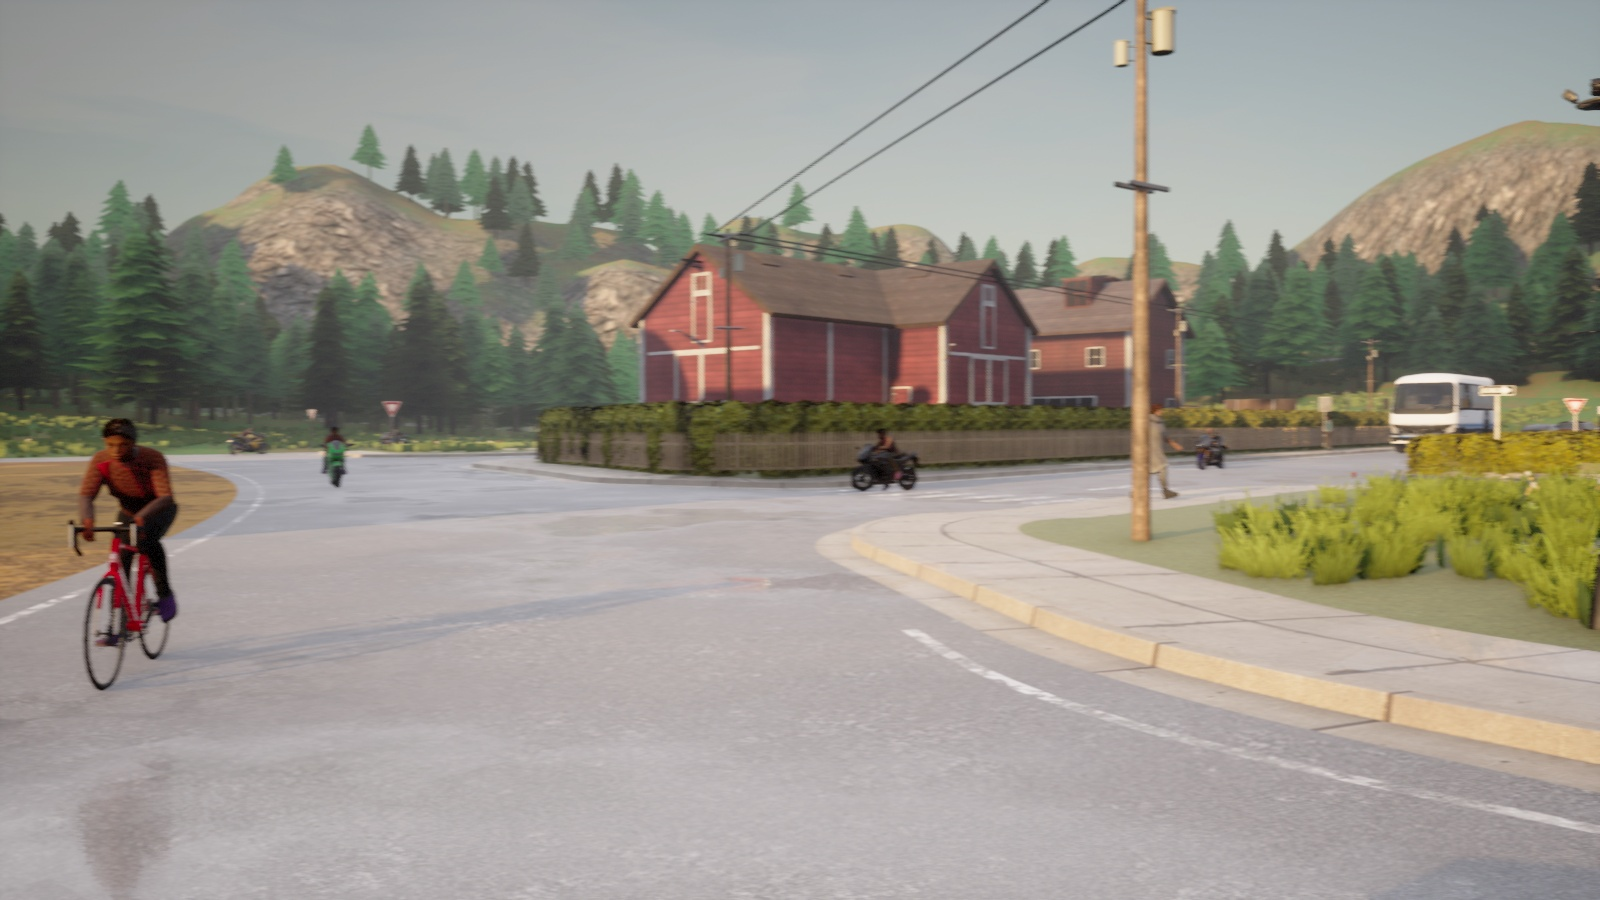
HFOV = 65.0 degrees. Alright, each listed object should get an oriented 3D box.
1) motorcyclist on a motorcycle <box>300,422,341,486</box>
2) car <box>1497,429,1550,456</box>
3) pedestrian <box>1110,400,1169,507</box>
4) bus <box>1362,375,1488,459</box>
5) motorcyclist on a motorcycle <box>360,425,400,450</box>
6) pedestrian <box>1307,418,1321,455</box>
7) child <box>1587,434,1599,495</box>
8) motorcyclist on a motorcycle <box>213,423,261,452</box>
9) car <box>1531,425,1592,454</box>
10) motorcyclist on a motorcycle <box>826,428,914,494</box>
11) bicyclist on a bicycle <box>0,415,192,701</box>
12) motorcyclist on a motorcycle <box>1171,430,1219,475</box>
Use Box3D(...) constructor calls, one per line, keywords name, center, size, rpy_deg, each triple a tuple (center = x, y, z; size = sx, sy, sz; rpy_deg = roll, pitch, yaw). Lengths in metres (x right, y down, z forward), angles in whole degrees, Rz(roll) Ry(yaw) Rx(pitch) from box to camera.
Box3D(name="motorcyclist on a motorcycle", center=(-11.903, 0.081, 31.145), size=(0.797, 1.523, 2.044), rpy_deg=(-1, 2, -25))
Box3D(name="car", center=(41.590, -0.432, 72.109), size=(1.837, 1.490, 4.892), rpy_deg=(1, 1, 40))
Box3D(name="pedestrian", center=(6.365, 0.055, 23.528), size=(0.873, 1.952, 0.659), rpy_deg=(1, 1, 38))
Box3D(name="bus", center=(34.416, -1.769, 68.913), size=(3.944, 4.253, 10.273), rpy_deg=(1, 1, 39))
Box3D(name="motorcyclist on a motorcycle", center=(-26.171, -0.808, 78.247), size=(0.866, 1.530, 2.191), rpy_deg=(1, 1, 40))
Box3D(name="pedestrian", center=(27.156, -0.705, 66.327), size=(0.692, 1.930, 0.396), rpy_deg=(1, 1, 23))
Box3D(name="child", center=(16.748, 0.307, 26.236), size=(0.437, 1.263, 0.270), rpy_deg=(0, 1, 10))
Box3D(name="motorcyclist on a motorcycle", center=(-30.391, -0.676, 67.772), size=(0.866, 1.530, 2.191), rpy_deg=(0, 0, 40))
Box3D(name="car", center=(48.176, -0.701, 79.390), size=(4.553, 1.767, 2.097), rpy_deg=(-1, 1, -42))
Box3D(name="motorcyclist on a motorcycle", center=(1.700, 0.245, 30.236), size=(2.044, 1.523, 0.797), rpy_deg=(0, 1, -36))
Box3D(name="bicyclist on a bicycle", center=(-4.406, 0.593, 7.976), size=(0.582, 1.620, 1.656), rpy_deg=(0, 2, -12))
Box3D(name="motorcyclist on a motorcycle", center=(13.895, 0.063, 44.136), size=(0.866, 1.530, 2.191), rpy_deg=(1, 1, 40))
